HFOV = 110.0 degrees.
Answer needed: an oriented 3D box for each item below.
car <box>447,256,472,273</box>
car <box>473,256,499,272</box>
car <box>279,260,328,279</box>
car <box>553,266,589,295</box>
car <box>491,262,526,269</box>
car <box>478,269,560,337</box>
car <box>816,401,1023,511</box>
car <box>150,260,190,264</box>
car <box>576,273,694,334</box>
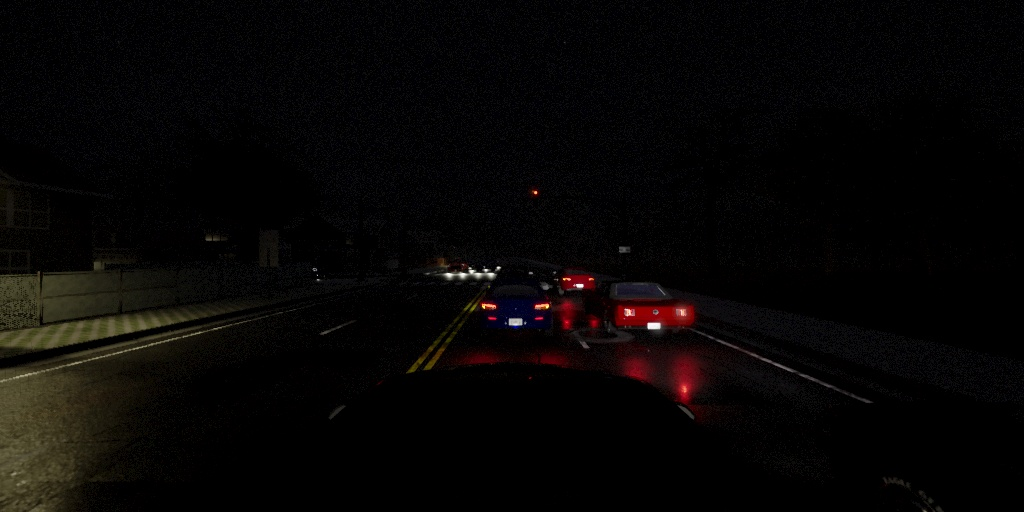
[{"bbox_3d":[-6.562,1.103,43.989,2.097,1.767,4.553,0,0,0],"label":"car"},{"bbox_3d":[-3.300,0.971,46.109,2.150,2.045,5.566,0,0,1],"label":"car"},{"bbox_3d":[-18.191,1.137,30.455,4.553,1.767,2.097,0,0,0],"label":"car"},{"bbox_3d":[3.324,1.279,19.728,1.812,1.442,4.674,0,0,0],"label":"car"},{"bbox_3d":[0.071,1.259,19.402,1.837,1.490,4.892,0,0,0],"label":"car"},{"bbox_3d":[0.089,1.277,10.140,1.812,1.442,4.674,0,0,0],"label":"car"},{"bbox_3d":[3.348,1.351,0.669,1.895,1.301,4.718,0,0,0],"label":"car"},{"bbox_3d":[-28.456,1.155,30.483,4.553,1.767,2.097,0,0,0],"label":"car"},{"bbox_3d":[3.342,1.353,10.620,1.895,1.301,4.718,0,0,0],"label":"car"}]
